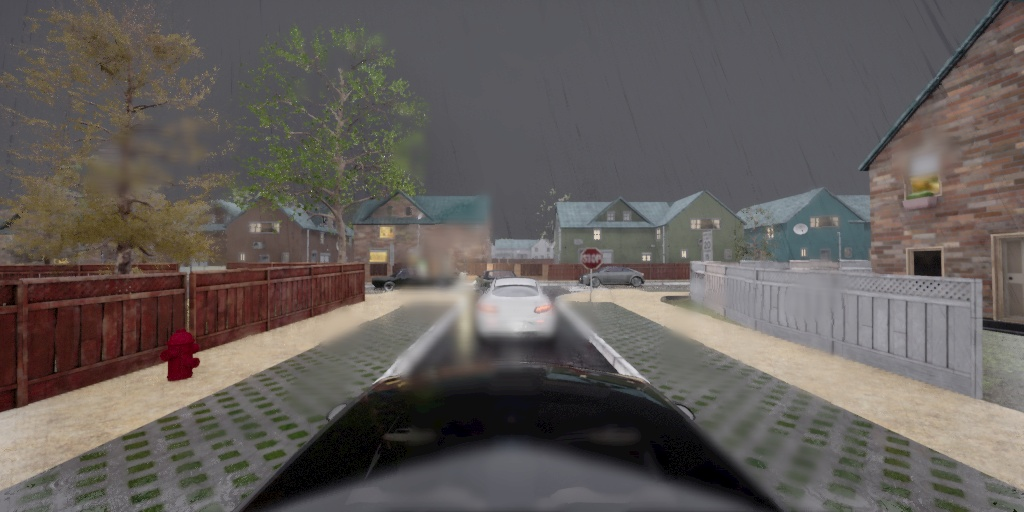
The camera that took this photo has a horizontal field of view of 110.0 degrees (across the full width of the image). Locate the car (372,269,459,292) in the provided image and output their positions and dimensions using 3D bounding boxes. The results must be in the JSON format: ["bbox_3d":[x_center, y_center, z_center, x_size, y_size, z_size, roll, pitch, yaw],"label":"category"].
[{"bbox_3d":[-5.496,1.416,20.913,4.718,1.301,1.895,-1,-1,1],"label":"car"}]

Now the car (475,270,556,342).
[{"bbox_3d":[0.097,1.280,9.713,1.812,1.442,4.674,0,0,0],"label":"car"}]

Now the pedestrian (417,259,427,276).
[{"bbox_3d":[-6.718,1.119,26.797,0.375,1.860,0.375,0,-1,1],"label":"pedestrian"}]

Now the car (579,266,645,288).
[{"bbox_3d":[6.523,1.344,23.712,4.181,1.385,1.994,0,-1,1],"label":"car"}]
